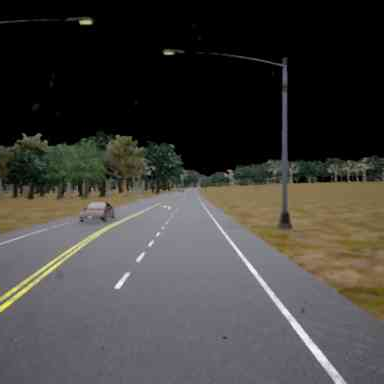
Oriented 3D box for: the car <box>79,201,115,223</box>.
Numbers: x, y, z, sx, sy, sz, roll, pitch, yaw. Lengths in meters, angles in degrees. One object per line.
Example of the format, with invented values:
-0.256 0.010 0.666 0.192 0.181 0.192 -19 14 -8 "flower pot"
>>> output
-7.083 1.455 25.299 1.812 1.442 4.674 0 0 -1 "car"
